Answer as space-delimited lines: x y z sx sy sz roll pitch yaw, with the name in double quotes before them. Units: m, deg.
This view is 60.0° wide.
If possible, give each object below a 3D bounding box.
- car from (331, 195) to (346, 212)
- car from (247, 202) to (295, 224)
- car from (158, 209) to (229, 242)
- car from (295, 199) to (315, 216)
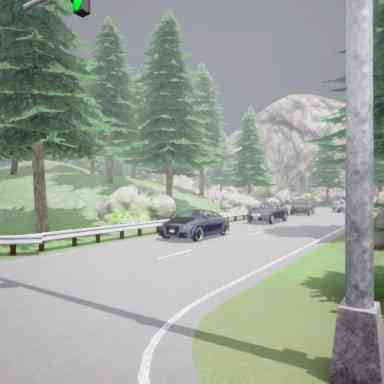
"car" 18.025 1.354 39.194 2.150 2.045 5.566 2 0 13
"car" 5.741 1.509 24.918 2.128 1.511 4.902 0 0 34
"car" 0.205 1.580 16.657 1.994 1.385 4.181 0 0 34
"car" 11.212 1.524 33.548 1.837 1.490 4.892 0 0 27
